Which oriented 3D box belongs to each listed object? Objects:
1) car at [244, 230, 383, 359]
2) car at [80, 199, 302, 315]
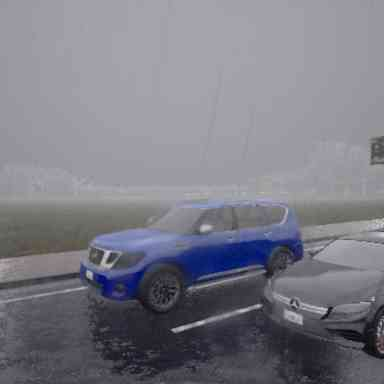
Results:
[{"bbox_3d":[3.325,1.502,6.061,4.674,1.442,1.812,0,0,-36],"label":"car"},{"bbox_3d":[0.313,1.204,7.901,5.566,2.045,2.150,0,0,-36],"label":"car"}]
